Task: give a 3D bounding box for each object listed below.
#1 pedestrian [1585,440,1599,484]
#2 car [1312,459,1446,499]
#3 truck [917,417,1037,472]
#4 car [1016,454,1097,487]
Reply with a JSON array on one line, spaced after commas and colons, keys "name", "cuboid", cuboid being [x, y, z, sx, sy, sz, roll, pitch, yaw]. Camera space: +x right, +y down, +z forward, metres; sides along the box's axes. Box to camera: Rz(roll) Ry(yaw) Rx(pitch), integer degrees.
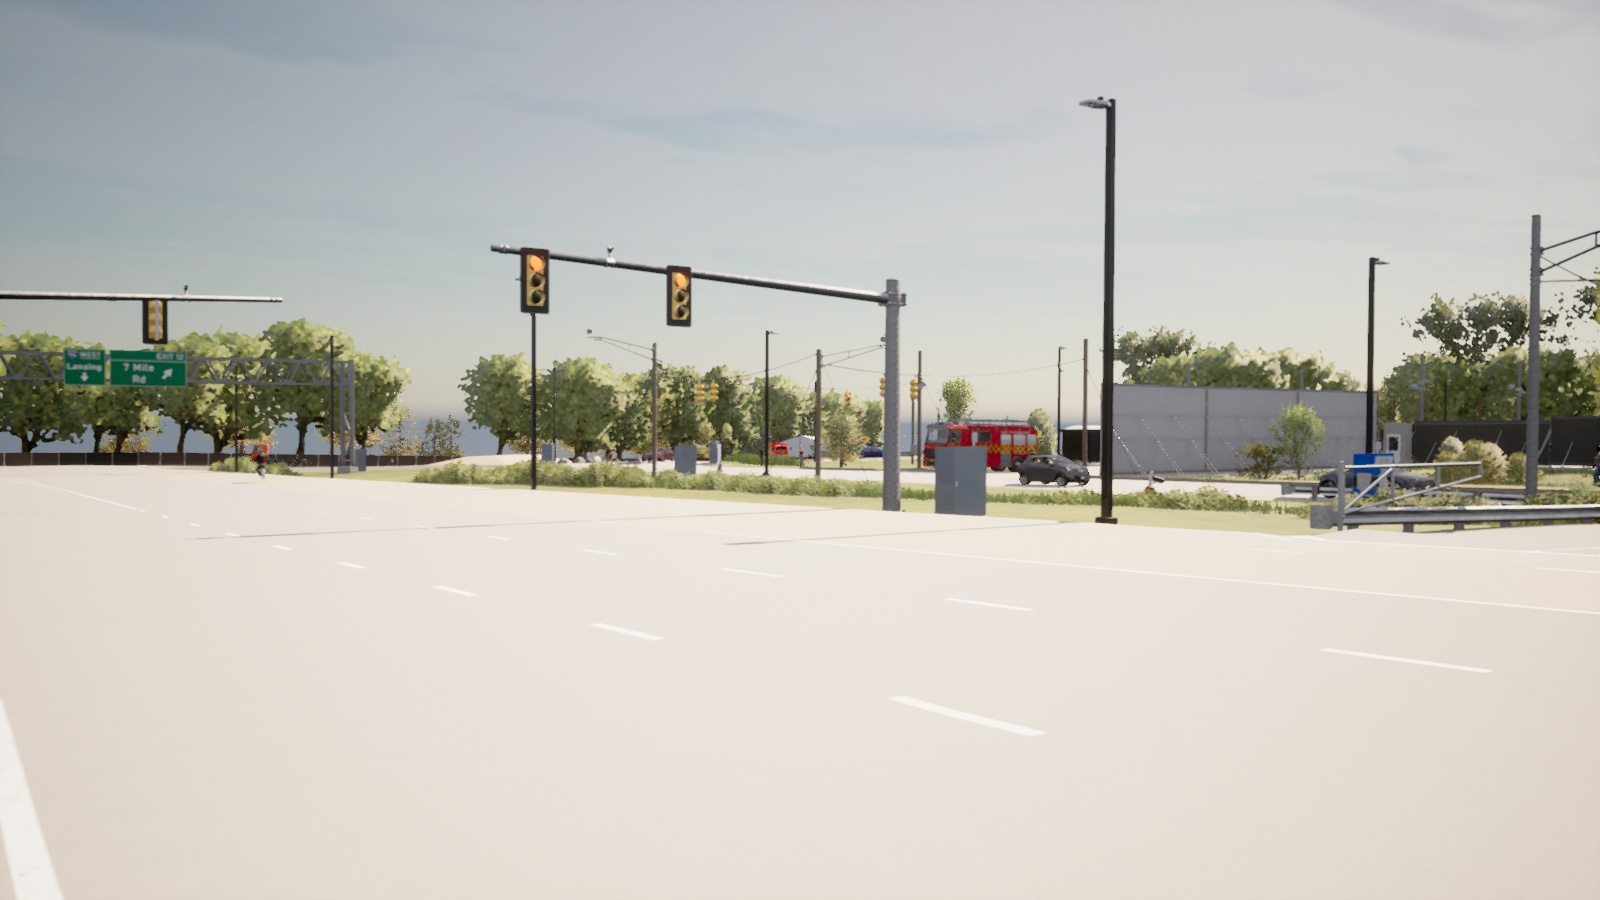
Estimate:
[{"name": "pedestrian", "cuboid": [33.960, 0.516, 53.203, 0.874, 1.855, 0.900, -1, 2, -34]}, {"name": "car", "cuboid": [21.918, 1.076, 47.705, 1.994, 1.385, 4.181, -1, 1, -35]}, {"name": "truck", "cuboid": [12.793, -0.373, 90.526, 8.468, 3.827, 2.891, 0, 1, -29]}, {"name": "car", "cuboid": [12.521, 0.969, 61.480, 1.845, 1.501, 3.633, -1, 1, -34]}]
